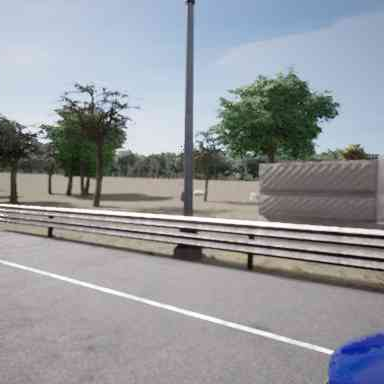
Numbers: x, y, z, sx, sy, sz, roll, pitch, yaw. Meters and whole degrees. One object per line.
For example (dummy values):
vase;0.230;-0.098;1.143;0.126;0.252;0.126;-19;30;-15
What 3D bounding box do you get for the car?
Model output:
car;3.170;1.546;1.731;4.674;1.442;1.812;1;0;35
